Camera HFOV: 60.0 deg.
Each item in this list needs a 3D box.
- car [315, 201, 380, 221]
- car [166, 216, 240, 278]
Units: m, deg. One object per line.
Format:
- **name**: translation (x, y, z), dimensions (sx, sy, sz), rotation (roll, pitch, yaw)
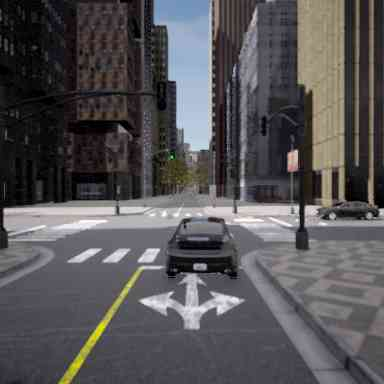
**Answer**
- **car**: translation (12.455, 1.490, 26.864), dimensions (4.892, 1.490, 1.837), rotation (0, 0, 0)
- **car**: translation (0.379, 1.497, 10.139), dimensions (1.837, 1.490, 4.892), rotation (0, 0, 4)
